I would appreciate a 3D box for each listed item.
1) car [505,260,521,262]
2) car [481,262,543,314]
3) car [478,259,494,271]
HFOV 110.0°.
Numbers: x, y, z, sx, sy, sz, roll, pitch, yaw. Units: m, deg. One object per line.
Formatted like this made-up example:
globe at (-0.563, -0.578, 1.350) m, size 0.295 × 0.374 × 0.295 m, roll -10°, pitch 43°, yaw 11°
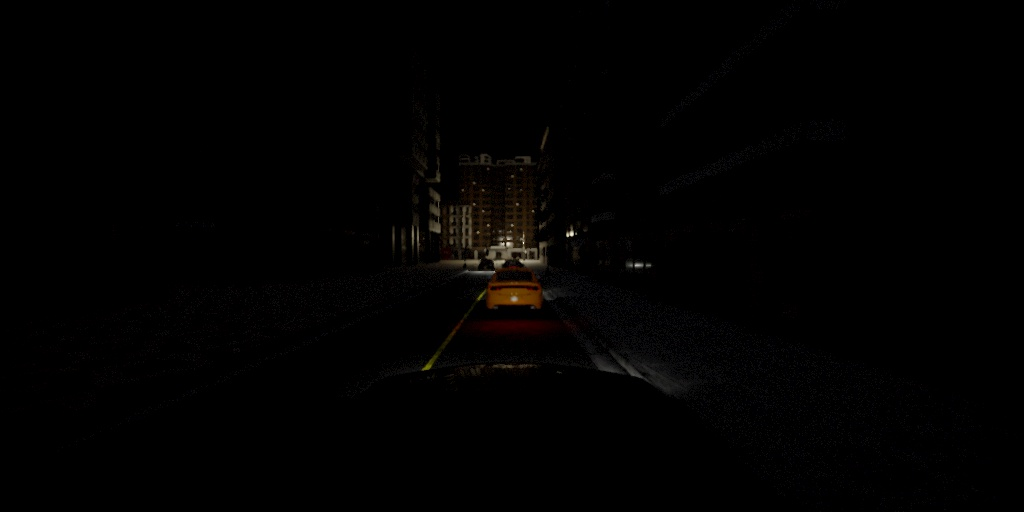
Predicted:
car at (0.072, 1.074, 31.242) m, size 1.882 × 1.535 × 5.008 m, roll 0°, pitch 0°, yaw 0°
car at (0.081, 1.167, 13.578) m, size 1.882 × 1.535 × 5.008 m, roll 0°, pitch 0°, yaw 0°
car at (-3.128, 1.039, 44.112) m, size 1.812 × 1.442 × 4.674 m, roll 0°, pitch 0°, yaw 0°
